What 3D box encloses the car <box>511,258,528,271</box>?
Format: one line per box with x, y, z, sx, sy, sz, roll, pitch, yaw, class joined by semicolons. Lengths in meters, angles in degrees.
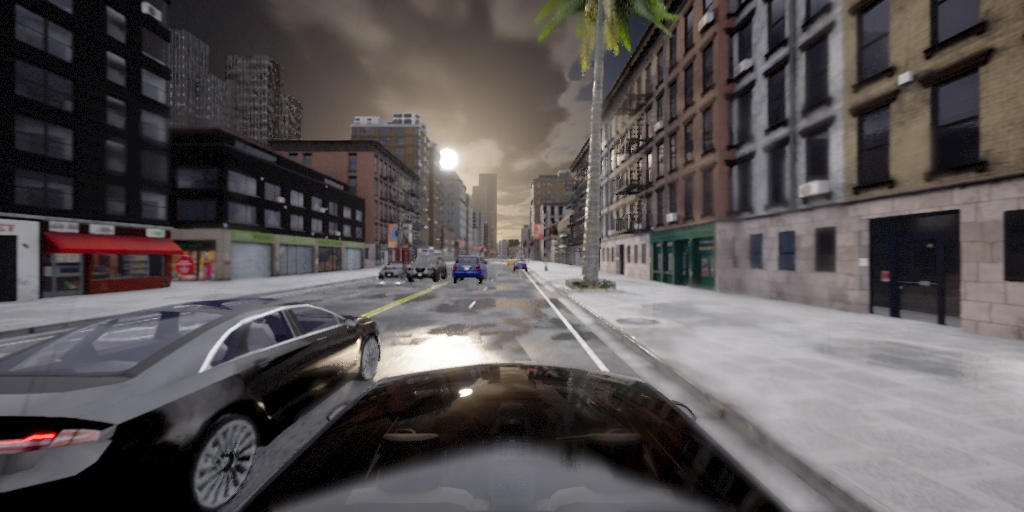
1.132;1.277;48.433;1.812;1.442;4.674;0;0;0;car

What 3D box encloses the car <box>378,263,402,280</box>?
-9.847;1.315;30.724;1.994;1.385;4.181;0;0;0;car

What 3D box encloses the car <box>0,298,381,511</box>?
-3.150;1.242;4.241;2.128;1.511;4.902;0;0;0;car

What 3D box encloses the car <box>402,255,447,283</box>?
-6.602;0.970;28.472;2.150;2.045;5.566;0;0;0;car

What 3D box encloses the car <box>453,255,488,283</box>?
-3.154;0.972;27.593;2.150;2.045;5.566;0;0;0;car
